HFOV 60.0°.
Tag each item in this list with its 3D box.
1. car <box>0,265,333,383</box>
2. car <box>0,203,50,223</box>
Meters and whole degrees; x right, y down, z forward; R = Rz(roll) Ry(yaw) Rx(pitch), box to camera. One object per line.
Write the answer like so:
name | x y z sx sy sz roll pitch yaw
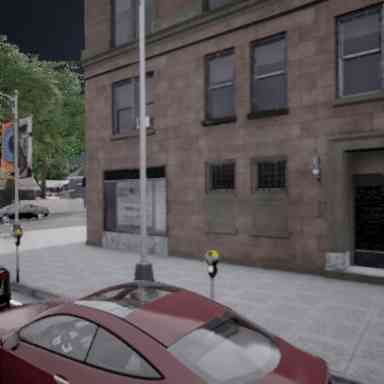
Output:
car | -0.756 1.610 3.349 4.206 1.307 1.802 -1 0 36
car | -14.389 1.712 27.700 2.128 1.511 4.902 -1 0 34
